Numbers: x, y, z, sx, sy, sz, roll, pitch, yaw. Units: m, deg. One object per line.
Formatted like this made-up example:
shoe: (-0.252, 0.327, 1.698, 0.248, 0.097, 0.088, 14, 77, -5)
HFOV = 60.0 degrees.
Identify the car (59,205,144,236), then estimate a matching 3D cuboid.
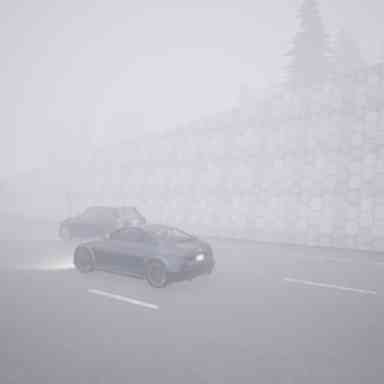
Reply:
car: (-4.182, 1.394, 15.576, 4.553, 1.767, 2.097, 0, 0, 36)

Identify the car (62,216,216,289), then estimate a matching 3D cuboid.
car: (-1.434, 1.586, 9.314, 4.181, 1.385, 1.994, 0, 0, 36)
